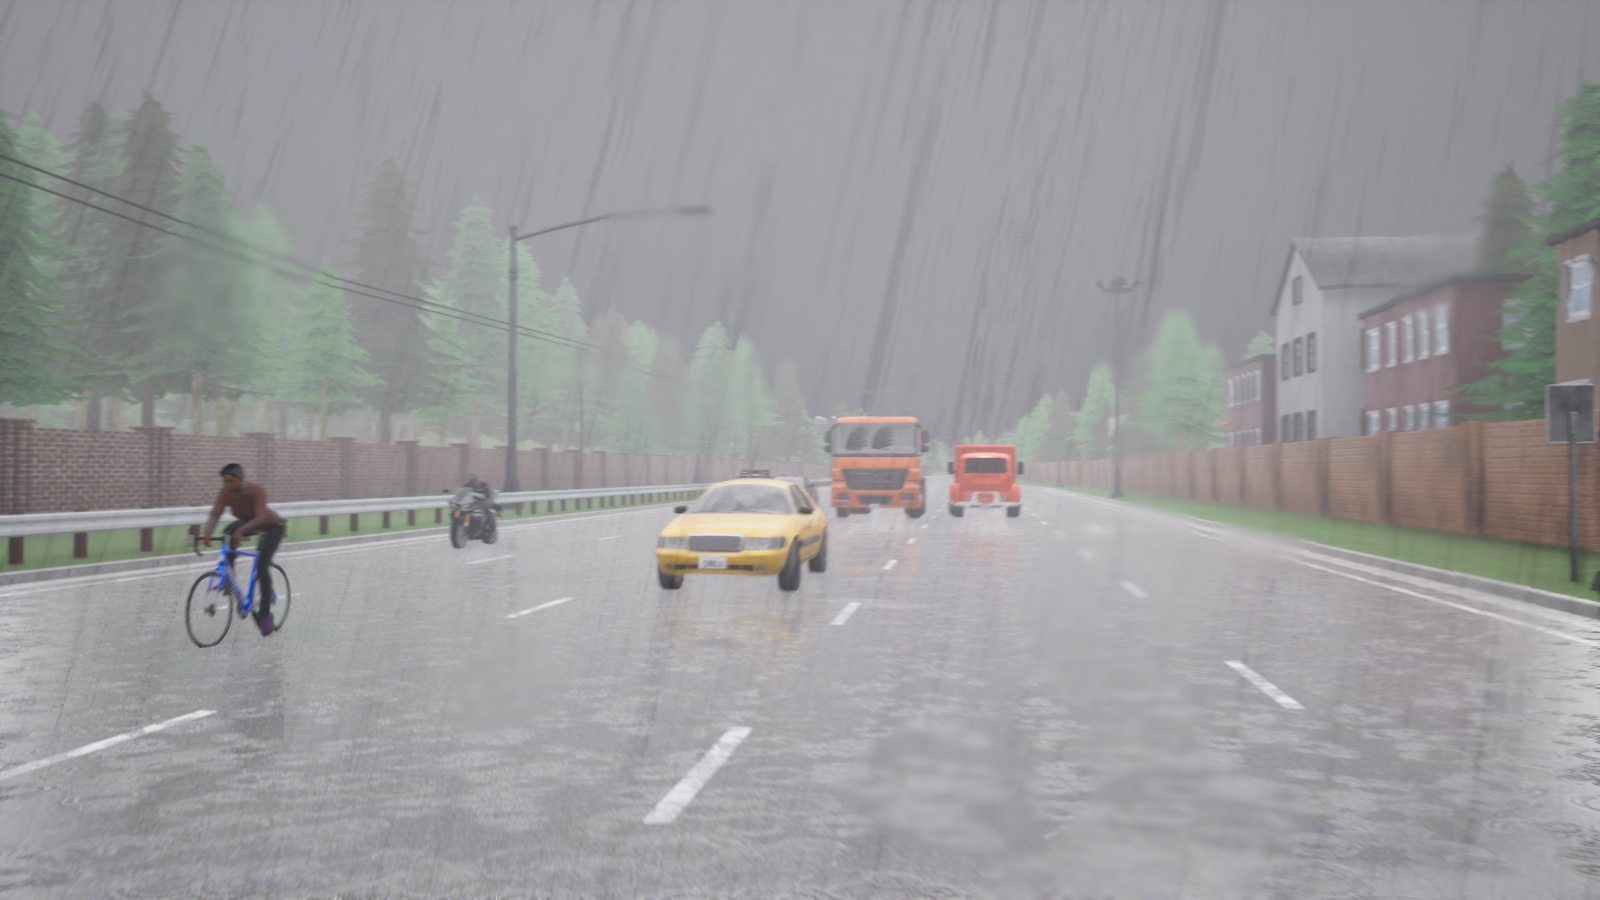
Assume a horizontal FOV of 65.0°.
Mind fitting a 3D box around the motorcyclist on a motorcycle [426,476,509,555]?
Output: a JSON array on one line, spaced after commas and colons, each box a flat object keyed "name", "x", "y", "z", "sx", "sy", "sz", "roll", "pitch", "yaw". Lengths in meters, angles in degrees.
[{"name": "motorcyclist on a motorcycle", "x": -6.770, "y": 1.314, "z": 25.700, "sx": 0.866, "sy": 1.530, "sz": 2.191, "roll": 0, "pitch": -1, "yaw": 8}]

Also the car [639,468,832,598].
[{"name": "car", "x": -0.739, "y": 1.059, "z": 18.066, "sx": 1.801, "sy": 1.575, "sz": 5.366, "roll": 0, "pitch": -1, "yaw": 8}]

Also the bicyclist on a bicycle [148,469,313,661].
[{"name": "bicyclist on a bicycle", "x": -5.160, "y": 0.986, "z": 11.487, "sx": 0.582, "sy": 1.620, "sz": 1.656, "roll": 0, "pitch": -1, "yaw": 8}]

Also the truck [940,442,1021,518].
[{"name": "truck", "x": 6.259, "y": 1.024, "z": 43.725, "sx": 2.627, "sy": 2.467, "sz": 5.204, "roll": 0, "pitch": -1, "yaw": 8}]

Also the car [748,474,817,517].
[{"name": "car", "x": -0.571, "y": 1.600, "z": 45.405, "sx": 1.812, "sy": 1.442, "sz": 4.674, "roll": 0, "pitch": -1, "yaw": 8}]

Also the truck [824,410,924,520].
[{"name": "truck", "x": 2.746, "y": 0.550, "z": 43.896, "sx": 2.891, "sy": 3.462, "sz": 7.936, "roll": 0, "pitch": -1, "yaw": 8}]
